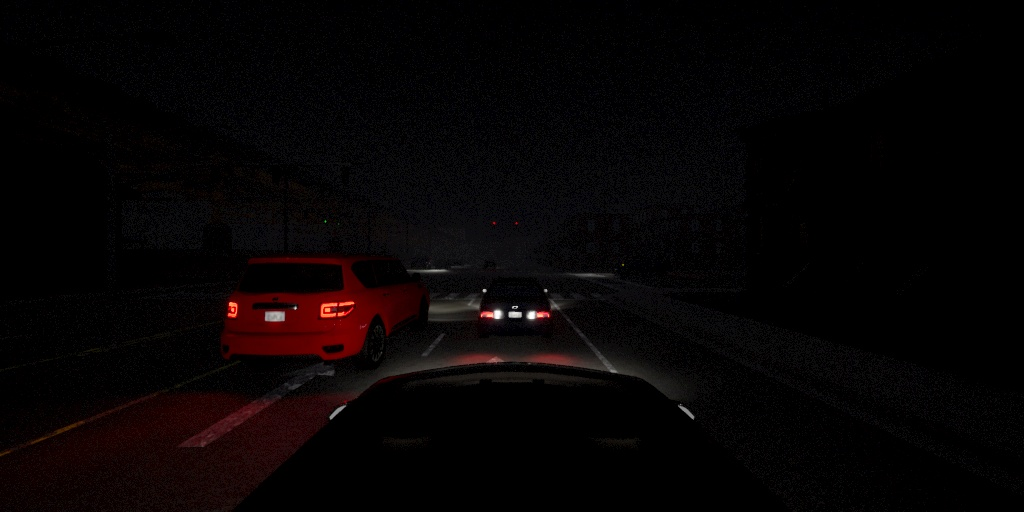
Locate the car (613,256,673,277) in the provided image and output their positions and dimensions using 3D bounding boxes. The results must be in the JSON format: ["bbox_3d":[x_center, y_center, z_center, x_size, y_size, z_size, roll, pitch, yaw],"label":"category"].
[{"bbox_3d":[13.150,0.972,35.875,5.566,2.045,2.150,0,0,-1],"label":"car"}]

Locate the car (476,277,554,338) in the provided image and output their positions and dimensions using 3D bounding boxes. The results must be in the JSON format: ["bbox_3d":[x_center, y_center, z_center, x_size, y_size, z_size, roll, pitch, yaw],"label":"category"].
[{"bbox_3d":[0.085,1.297,10.146,2.033,1.411,5.357,0,0,0],"label":"car"}]

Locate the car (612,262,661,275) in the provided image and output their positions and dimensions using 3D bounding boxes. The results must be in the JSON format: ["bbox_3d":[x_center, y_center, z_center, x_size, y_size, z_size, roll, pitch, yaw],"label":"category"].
[{"bbox_3d":[13.608,1.351,39.430,4.718,1.301,1.895,0,0,1],"label":"car"}]

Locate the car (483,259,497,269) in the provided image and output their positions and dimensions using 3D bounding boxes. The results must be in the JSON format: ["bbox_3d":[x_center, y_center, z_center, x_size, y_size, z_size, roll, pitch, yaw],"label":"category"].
[{"bbox_3d":[-3.384,1.241,55.622,2.128,1.511,4.902,0,0,0],"label":"car"}]

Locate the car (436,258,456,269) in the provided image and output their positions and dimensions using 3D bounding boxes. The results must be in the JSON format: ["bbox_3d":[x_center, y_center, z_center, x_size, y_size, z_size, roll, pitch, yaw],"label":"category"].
[{"bbox_3d":[-10.563,1.241,55.415,2.128,1.511,4.902,0,0,0],"label":"car"}]

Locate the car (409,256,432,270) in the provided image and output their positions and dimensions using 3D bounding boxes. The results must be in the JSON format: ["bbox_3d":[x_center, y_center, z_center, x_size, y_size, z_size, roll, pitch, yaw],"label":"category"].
[{"bbox_3d":[-14.059,0.971,55.623,2.150,2.045,5.566,0,0,0],"label":"car"}]

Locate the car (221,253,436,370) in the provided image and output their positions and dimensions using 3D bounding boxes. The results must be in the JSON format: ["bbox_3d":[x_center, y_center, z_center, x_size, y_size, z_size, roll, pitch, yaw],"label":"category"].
[{"bbox_3d":[-3.424,0.971,7.893,2.150,2.045,5.566,0,0,0],"label":"car"}]
